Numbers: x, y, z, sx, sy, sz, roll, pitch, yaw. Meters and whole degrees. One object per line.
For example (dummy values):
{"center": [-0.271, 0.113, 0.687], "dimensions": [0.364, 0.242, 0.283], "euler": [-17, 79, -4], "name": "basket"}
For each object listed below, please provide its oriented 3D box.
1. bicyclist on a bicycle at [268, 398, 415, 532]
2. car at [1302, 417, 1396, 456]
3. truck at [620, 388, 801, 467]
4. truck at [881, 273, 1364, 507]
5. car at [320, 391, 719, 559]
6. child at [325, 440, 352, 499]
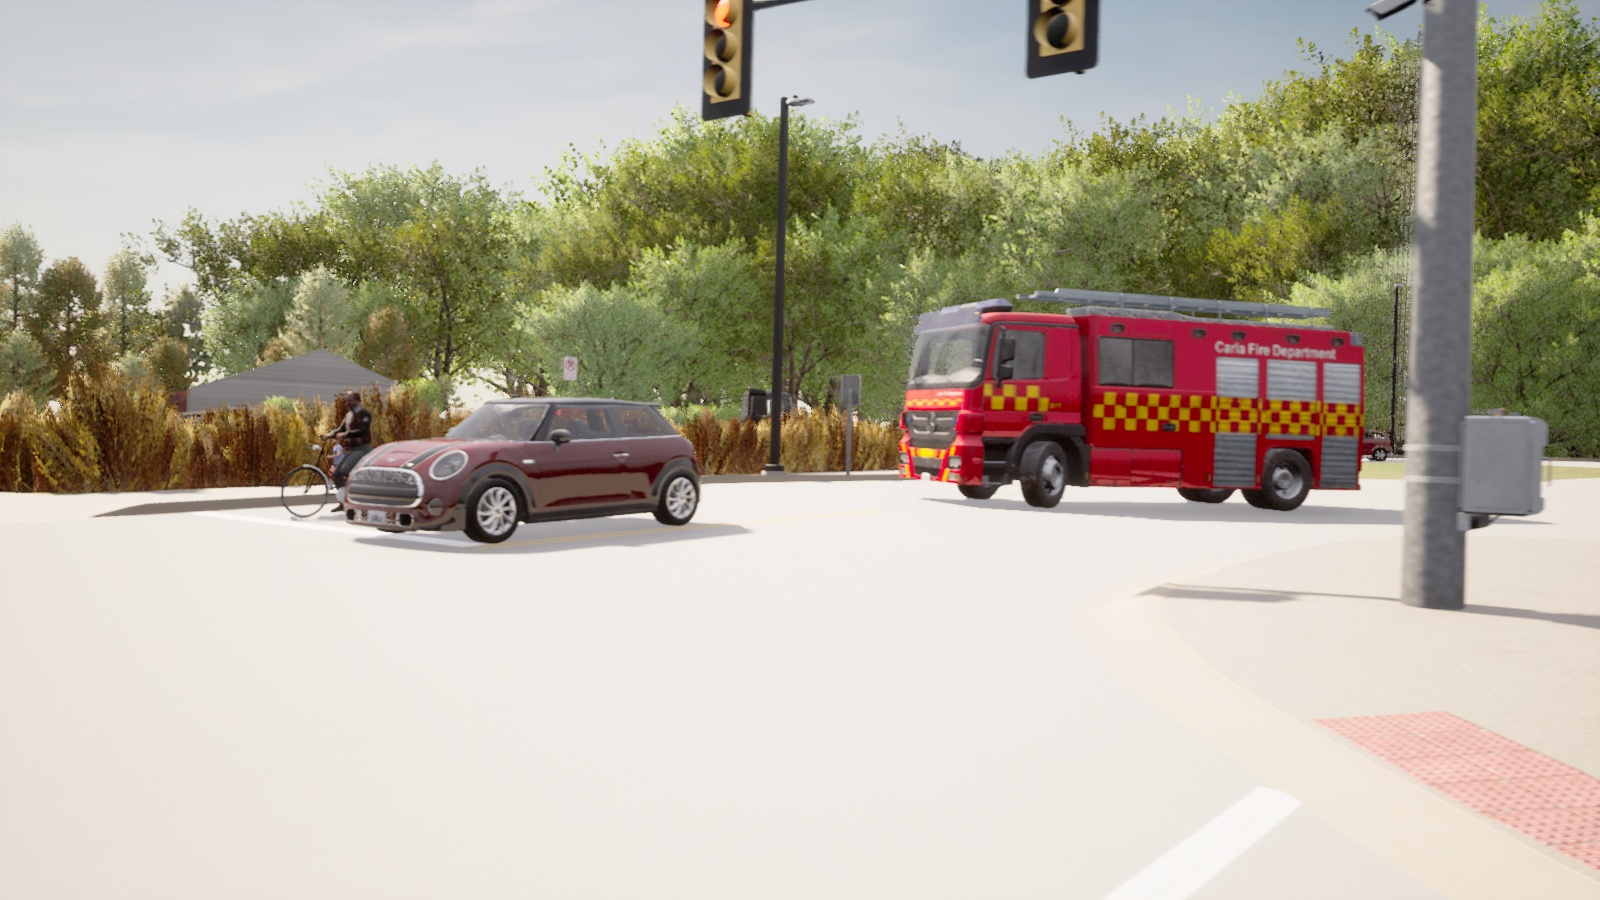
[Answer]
{"center": [-6.405, 0.171, 17.628], "dimensions": [0.659, 1.776, 1.843], "euler": [1, 2, 38], "name": "bicyclist on a bicycle"}
{"center": [25.725, -0.638, 58.937], "dimensions": [3.705, 1.549, 1.789], "euler": [-4, 2, 12], "name": "car"}
{"center": [-4.162, -1.030, 57.613], "dimensions": [7.936, 3.462, 2.891], "euler": [0, 1, -13], "name": "truck"}
{"center": [6.004, -0.996, 23.375], "dimensions": [8.468, 3.827, 2.891], "euler": [0, 1, -19], "name": "truck"}
{"center": [-3.306, 0.186, 15.660], "dimensions": [2.097, 1.767, 4.553], "euler": [1, 2, 37], "name": "car"}
{"center": [-8.703, 0.363, 23.676], "dimensions": [0.255, 1.110, 0.394], "euler": [1, 0, 40], "name": "child"}
